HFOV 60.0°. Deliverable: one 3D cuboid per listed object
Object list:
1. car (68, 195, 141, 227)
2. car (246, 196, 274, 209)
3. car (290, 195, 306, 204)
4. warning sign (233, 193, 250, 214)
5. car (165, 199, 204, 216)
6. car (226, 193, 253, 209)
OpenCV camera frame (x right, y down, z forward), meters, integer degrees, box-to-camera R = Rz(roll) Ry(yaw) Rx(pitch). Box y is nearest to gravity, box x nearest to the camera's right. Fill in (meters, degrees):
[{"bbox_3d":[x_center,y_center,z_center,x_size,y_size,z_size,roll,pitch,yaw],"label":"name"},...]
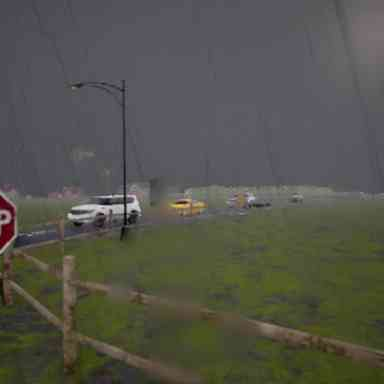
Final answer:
[{"bbox_3d":[-5.973,1.260,23.413,2.150,2.045,5.566,-1,0,31],"label":"car"},{"bbox_3d":[9.040,1.500,42.848,1.895,1.301,4.718,-1,0,31],"label":"car"},{"bbox_3d":[18.879,1.316,59.359,1.882,1.535,5.008,-1,0,31],"label":"car"},{"bbox_3d":[4.596,1.039,30.806,1.300,1.860,1.060,-1,-1,31],"label":"warning sign"},{"bbox_3d":[-0.685,1.466,32.280,1.882,1.535,5.008,-1,0,31],"label":"car"},{"bbox_3d":[6.548,1.149,44.382,2.150,2.045,5.566,-1,0,31],"label":"car"}]
